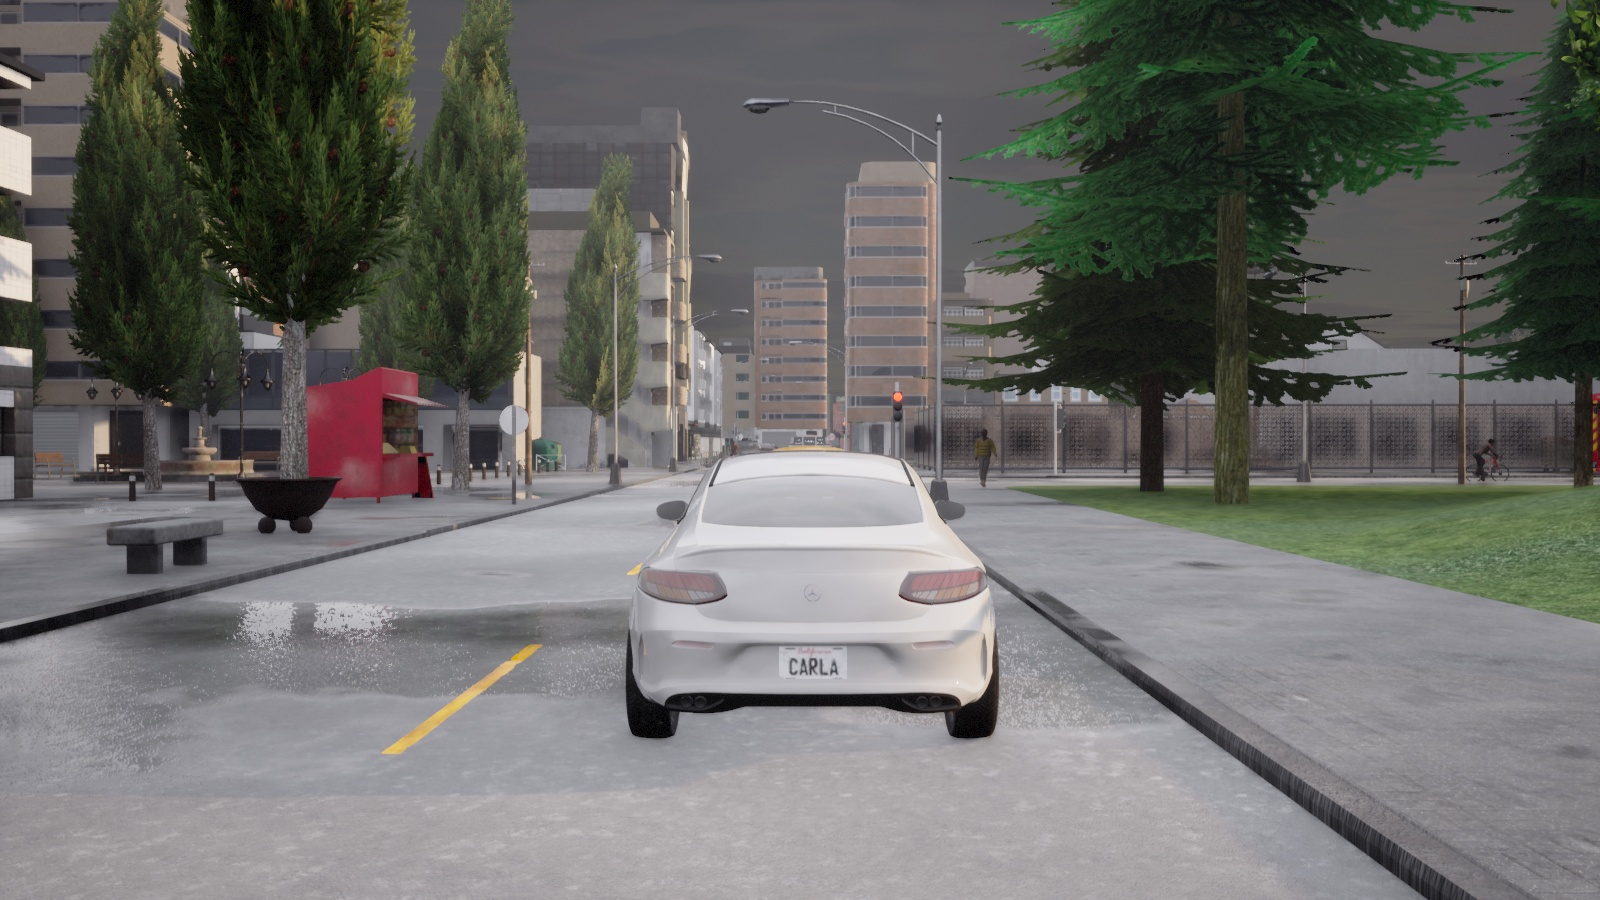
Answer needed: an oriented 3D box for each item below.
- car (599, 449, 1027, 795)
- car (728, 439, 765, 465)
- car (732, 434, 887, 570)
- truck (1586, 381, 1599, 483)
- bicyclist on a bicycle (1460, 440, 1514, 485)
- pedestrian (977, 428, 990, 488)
[{"bbox_3d":[0.067,0.729,7.659,1.812,1.442,4.674,0,0,0],"label":"car"},{"bbox_3d":[-3.543,0.109,84.063,2.242,1.667,4.611,0,0,0],"label":"car"},{"bbox_3d":[0.130,0.587,17.254,1.801,1.575,5.366,0,0,0],"label":"car"},{"bbox_3d":[34.180,-0.655,46.429,8.468,3.827,2.891,0,0,-1],"label":"truck"},{"bbox_3d":[25.440,0.455,46.501,1.656,1.620,0.582,0,0,0],"label":"bicyclist on a bicycle"},{"bbox_3d":[5.698,0.239,38.907,0.370,1.835,0.726,0,0,6],"label":"pedestrian"}]
